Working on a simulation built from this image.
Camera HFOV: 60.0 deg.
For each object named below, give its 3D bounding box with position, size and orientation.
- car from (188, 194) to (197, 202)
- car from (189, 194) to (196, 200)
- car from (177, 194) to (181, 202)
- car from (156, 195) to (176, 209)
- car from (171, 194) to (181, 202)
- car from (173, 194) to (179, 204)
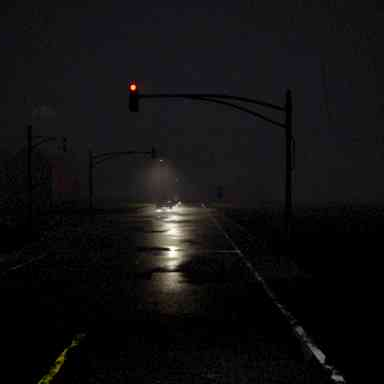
[{"bbox_3d":[0.034,1.463,76.743,1.994,1.385,4.181,0,0,0],"label":"car"},{"bbox_3d":[0.038,1.388,86.335,1.837,1.490,4.892,0,0,0],"label":"car"},{"bbox_3d":[-3.532,1.416,62.457,1.882,1.535,5.008,0,0,1],"label":"car"},{"bbox_3d":[-3.569,1.530,44.445,1.994,1.385,4.181,0,0,0],"label":"car"},{"bbox_3d":[-3.467,1.266,72.434,2.097,1.767,4.553,0,0,0],"label":"car"},{"bbox_3d":[-3.556,1.479,53.106,1.812,1.442,4.674,0,0,0],"label":"car"}]
